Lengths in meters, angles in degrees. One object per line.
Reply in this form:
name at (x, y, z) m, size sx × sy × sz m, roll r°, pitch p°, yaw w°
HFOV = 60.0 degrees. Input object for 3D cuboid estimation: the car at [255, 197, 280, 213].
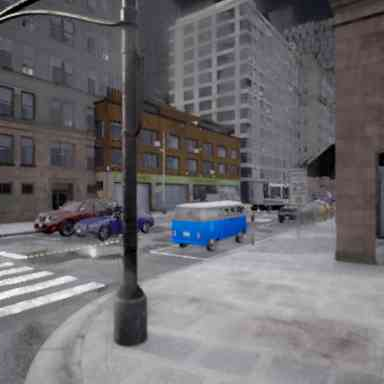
car at (7.667, 1.379, 33.719) m, size 1.895 × 1.301 × 4.718 m, roll 0°, pitch 0°, yaw 36°

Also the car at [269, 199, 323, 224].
car at (7.291, 1.399, 22.962) m, size 2.008 × 1.369 × 4.403 m, roll 1°, pitch 1°, yaw 35°

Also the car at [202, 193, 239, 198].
car at (1.837, 1.110, 25.410) m, size 2.150 × 2.045 × 5.566 m, roll 0°, pitch 0°, yaw 35°

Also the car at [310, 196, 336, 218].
car at (10.607, 1.311, 27.695) m, size 1.752 × 1.417 × 4.829 m, roll 1°, pitch 1°, yaw 35°

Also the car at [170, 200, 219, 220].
car at (0.309, 1.433, 27.855) m, size 1.887 × 1.381 × 4.507 m, roll 1°, pitch 1°, yaw 35°

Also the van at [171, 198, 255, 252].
van at (0.854, 1.310, 13.773) m, size 1.690 × 1.788 × 3.998 m, roll 1°, pitch 1°, yaw 35°

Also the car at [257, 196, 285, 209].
car at (9.965, 1.271, 41.637) m, size 1.947 × 1.339 × 4.313 m, roll 1°, pitch 1°, yaw 35°

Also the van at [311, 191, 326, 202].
van at (22.839, 0.797, 60.009) m, size 1.690 × 1.788 × 3.998 m, roll 1°, pitch 1°, yaw 35°

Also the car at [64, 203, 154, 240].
car at (-3.897, 1.521, 17.226) m, size 1.812 × 1.442 × 4.674 m, roll 0°, pitch 0°, yaw 35°

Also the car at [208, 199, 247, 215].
car at (3.528, 1.394, 32.449) m, size 1.947 × 1.339 × 4.313 m, roll 1°, pitch 1°, yaw 35°

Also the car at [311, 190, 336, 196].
car at (15.832, 0.878, 39.894) m, size 2.150 × 2.045 × 5.566 m, roll 0°, pitch 0°, yaw 35°

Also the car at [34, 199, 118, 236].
car at (-6.127, 1.325, 18.664) m, size 2.192 × 1.841 × 5.009 m, roll 1°, pitch 1°, yaw 35°

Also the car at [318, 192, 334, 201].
car at (26.058, 0.833, 64.604) m, size 1.967 × 1.590 × 4.097 m, roll 1°, pitch 1°, yaw 35°

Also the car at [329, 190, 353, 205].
car at (21.812, 0.762, 48.523) m, size 2.150 × 2.045 × 5.566 m, roll 0°, pitch 0°, yaw 35°
